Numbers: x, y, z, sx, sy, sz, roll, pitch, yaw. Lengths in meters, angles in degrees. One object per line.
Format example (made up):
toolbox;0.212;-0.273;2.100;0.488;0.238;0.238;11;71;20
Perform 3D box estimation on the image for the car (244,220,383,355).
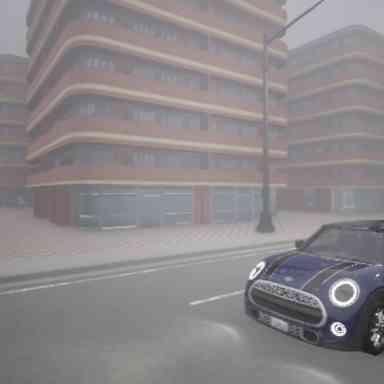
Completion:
car;3.117;1.354;6.203;4.553;1.767;2.097;0;0;-35
